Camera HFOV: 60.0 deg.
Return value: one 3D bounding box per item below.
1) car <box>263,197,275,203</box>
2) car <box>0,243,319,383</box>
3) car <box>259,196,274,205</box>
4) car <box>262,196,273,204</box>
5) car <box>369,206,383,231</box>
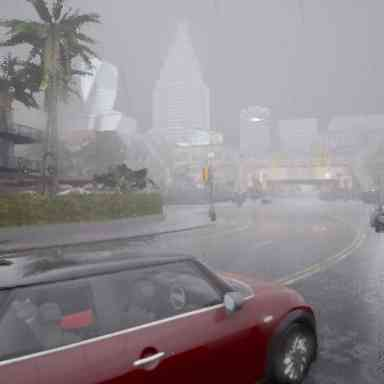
[{"bbox_3d":[20.578,2.009,88.509,2.231,1.521,4.892,0,0,25],"label":"car"},{"bbox_3d":[-0.543,1.378,3.717,4.553,1.767,2.097,0,-1,-39],"label":"car"},{"bbox_3d":[16.239,1.910,71.864,2.097,1.535,5.008,0,0,15],"label":"car"},{"bbox_3d":[17.763,1.821,78.109,2.185,1.767,4.553,0,0,15],"label":"car"},{"bbox_3d":[12.255,1.604,20.731,2.128,1.511,4.902,0,0,24],"label":"car"}]
